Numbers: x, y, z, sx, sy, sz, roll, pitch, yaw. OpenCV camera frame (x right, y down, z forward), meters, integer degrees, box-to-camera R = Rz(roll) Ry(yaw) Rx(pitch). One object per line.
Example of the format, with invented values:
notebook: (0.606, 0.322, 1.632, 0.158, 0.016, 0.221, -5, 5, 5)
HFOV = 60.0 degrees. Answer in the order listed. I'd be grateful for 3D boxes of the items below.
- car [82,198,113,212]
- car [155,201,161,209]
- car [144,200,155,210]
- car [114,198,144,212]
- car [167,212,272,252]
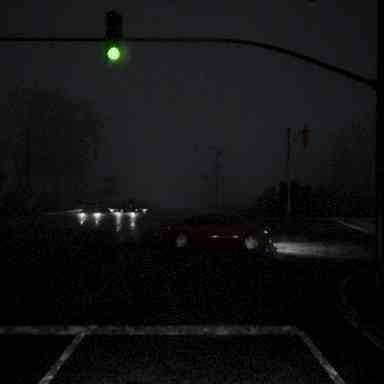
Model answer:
car: (-10.597, 1.429, 36.928, 1.882, 1.535, 5.008, 0, -1, 0)
car: (-7.011, 2.407, 62.936, 1.882, 1.535, 5.008, 0, -3, 0)
car: (-7.083, 1.818, 48.169, 2.033, 1.411, 5.357, 0, -2, 1)
car: (-7.095, 1.470, 37.804, 1.837, 1.490, 4.892, 0, -1, 0)
car: (1.076, 1.533, 13.470, 4.181, 1.385, 1.994, 0, 0, 6)
